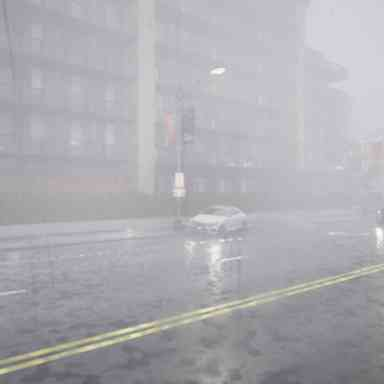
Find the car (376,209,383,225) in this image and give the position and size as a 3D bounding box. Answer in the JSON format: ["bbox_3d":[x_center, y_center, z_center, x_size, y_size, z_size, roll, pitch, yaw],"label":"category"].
[{"bbox_3d":[14.874,1.429,23.446,4.553,1.767,2.097,0,0,-39],"label":"car"}]

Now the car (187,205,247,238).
[{"bbox_3d":[1.557,1.484,18.350,1.812,1.442,4.674,5,3,31],"label":"car"}]
